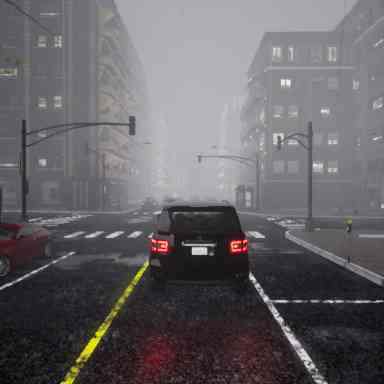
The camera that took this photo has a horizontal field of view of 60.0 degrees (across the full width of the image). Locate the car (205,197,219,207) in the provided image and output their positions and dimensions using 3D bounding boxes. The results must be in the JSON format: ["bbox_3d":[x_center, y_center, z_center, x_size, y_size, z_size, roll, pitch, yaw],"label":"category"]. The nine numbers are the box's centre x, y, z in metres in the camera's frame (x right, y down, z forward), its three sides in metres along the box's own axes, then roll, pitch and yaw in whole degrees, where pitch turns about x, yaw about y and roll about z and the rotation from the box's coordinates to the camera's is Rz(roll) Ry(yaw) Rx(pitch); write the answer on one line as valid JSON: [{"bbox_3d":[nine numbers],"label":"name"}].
[{"bbox_3d":[3.183,1.549,53.543,2.008,1.369,4.403,0,0,1],"label":"car"}]

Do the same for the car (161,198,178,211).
[{"bbox_3d":[-2.720,1.524,41.375,1.812,1.442,4.674,0,0,1],"label":"car"}]

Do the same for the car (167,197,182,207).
[{"bbox_3d":[-2.620,1.562,51.341,1.994,1.385,4.181,0,0,1],"label":"car"}]

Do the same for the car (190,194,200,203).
[{"bbox_3d":[0.695,1.354,72.850,2.097,1.767,4.553,0,0,1],"label":"car"}]

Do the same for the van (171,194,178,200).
[{"bbox_3d":[-4.824,1.340,93.098,1.690,1.788,3.998,0,0,1],"label":"van"}]

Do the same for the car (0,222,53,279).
[{"bbox_3d":[-5.610,1.581,9.942,1.802,1.307,4.206,0,0,1],"label":"car"}]

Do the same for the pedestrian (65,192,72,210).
[{"bbox_3d":[-12.408,0.902,33.411,0.375,1.860,0.375,0,-1,0],"label":"pedestrian"}]

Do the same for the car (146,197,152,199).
[{"bbox_3d":[-5.304,1.438,42.351,1.967,1.590,4.097,0,0,1],"label":"car"}]

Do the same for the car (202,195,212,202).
[{"bbox_3d":[3.396,1.440,76.097,1.967,1.590,4.097,0,0,1],"label":"car"}]

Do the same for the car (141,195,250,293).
[{"bbox_3d":[0.168,1.221,9.026,2.150,2.045,5.566,0,0,1],"label":"car"}]

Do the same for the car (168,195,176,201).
[{"bbox_3d":[-4.932,1.525,81.650,1.752,1.417,4.829,0,0,1],"label":"car"}]

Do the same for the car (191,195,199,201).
[{"bbox_3d":[0.773,1.477,82.626,1.882,1.535,5.008,0,0,1],"label":"car"}]

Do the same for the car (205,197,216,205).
[{"bbox_3d":[3.237,1.543,59.181,1.887,1.381,4.507,0,0,1],"label":"car"}]
